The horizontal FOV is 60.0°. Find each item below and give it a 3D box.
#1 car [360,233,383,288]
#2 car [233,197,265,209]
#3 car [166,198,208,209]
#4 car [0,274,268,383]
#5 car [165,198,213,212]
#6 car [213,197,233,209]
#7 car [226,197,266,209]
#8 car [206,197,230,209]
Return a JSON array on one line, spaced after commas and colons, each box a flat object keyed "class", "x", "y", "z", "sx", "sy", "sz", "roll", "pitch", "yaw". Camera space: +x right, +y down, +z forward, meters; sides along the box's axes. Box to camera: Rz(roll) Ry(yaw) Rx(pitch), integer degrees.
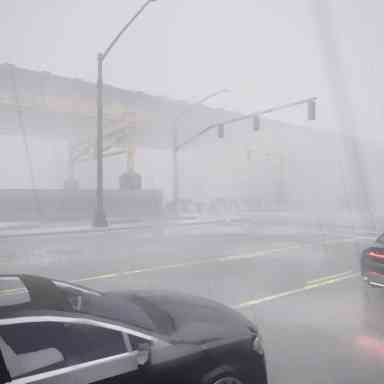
[{"class": "car", "x": 5.958, "y": 1.505, "z": 7.995, "sx": 4.892, "sy": 1.490, "sz": 1.837, "roll": 0, "pitch": 0, "yaw": -35}, {"class": "car", "x": 7.123, "y": 1.295, "z": 44.482, "sx": 4.536, "sy": 1.218, "sz": 1.853, "roll": 0, "pitch": 0, "yaw": -7}, {"class": "car", "x": -0.546, "y": 1.295, "z": 38.068, "sx": 4.536, "sy": 1.218, "sz": 1.853, "roll": 0, "pitch": 0, "yaw": 8}, {"class": "car", "x": -1.469, "y": 1.491, "z": 2.707, "sx": 4.902, "sy": 1.511, "sz": 2.128, "roll": 0, "pitch": 0, "yaw": -35}, {"class": "car", "x": -0.495, "y": 1.453, "z": 38.061, "sx": 4.974, "sy": 1.542, "sz": 2.038, "roll": 0, "pitch": 0, "yaw": 8}, {"class": "car", "x": 3.256, "y": 1.453, "z": 40.738, "sx": 2.038, "sy": 1.542, "sz": 4.974, "roll": 0, "pitch": 0, "yaw": 18}, {"class": "car", "x": 7.175, "y": 1.453, "z": 44.489, "sx": 4.974, "sy": 1.542, "sz": 2.038, "roll": 0, "pitch": 0, "yaw": -7}, {"class": "car", "x": 3.272, "y": 1.295, "z": 40.787, "sx": 1.853, "sy": 1.218, "sz": 4.536, "roll": 0, "pitch": 0, "yaw": 18}]
